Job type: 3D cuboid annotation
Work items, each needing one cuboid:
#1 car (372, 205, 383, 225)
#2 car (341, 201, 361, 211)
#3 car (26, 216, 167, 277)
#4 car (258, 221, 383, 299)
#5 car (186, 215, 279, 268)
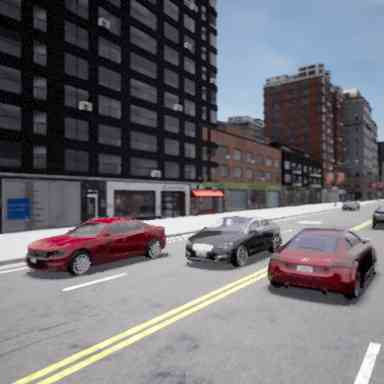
[{"bbox_3d":[13.793,1.665,23.127,2.128,1.511,4.902,-1,-1,35],"label":"car"},{"bbox_3d":[22.263,1.981,46.390,2.033,1.411,5.357,-1,-1,35],"label":"car"},{"bbox_3d":[-2.926,1.632,11.209,1.882,1.535,5.008,-1,-1,35],"label":"car"},{"bbox_3d":[3.616,1.645,8.847,1.994,1.385,4.181,-1,-1,35],"label":"car"},{"bbox_3d":[1.693,1.623,12.091,2.128,1.511,4.902,-1,-1,35],"label":"car"}]
